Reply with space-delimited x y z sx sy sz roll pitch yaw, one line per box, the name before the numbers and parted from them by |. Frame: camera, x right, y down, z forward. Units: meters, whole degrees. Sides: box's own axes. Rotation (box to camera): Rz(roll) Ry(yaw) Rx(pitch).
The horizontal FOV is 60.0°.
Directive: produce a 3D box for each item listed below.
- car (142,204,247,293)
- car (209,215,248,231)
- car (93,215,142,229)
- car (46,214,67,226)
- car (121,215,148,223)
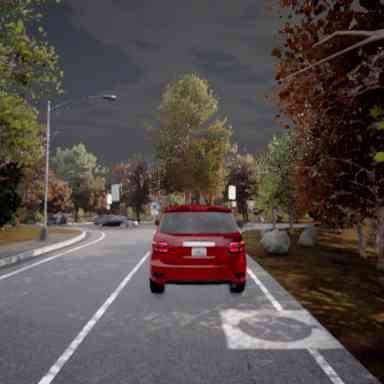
car | 0.099 1.357 9.319 2.150 2.045 5.566 0 -2 -1
car | 3.732 3.031 32.933 2.033 1.411 5.357 -2 -5 27
car | -8.000 3.131 34.969 4.902 1.511 2.128 -2 -5 20
car | -19.181 3.893 46.983 2.097 1.767 4.553 1 -4 -8
car | -11.242 5.198 64.865 4.902 1.511 2.128 2 -5 -25
